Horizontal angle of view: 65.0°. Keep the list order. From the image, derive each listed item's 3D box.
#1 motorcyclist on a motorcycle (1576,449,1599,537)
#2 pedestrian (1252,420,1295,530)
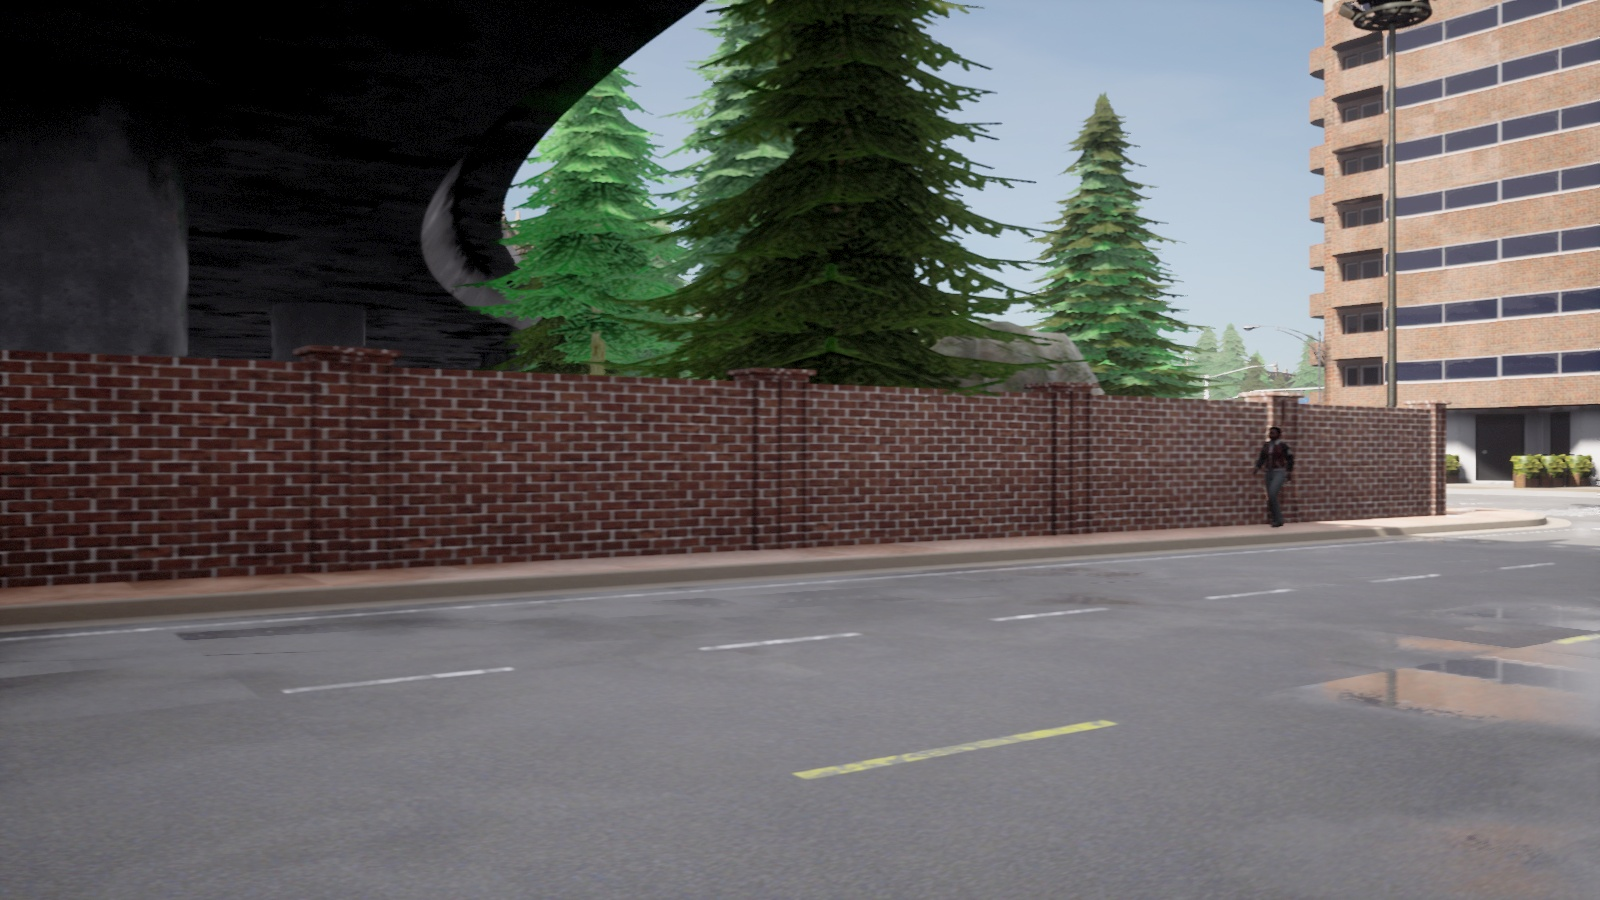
[{"bbox_3d":[14.738,0.750,22.372,2.044,1.523,0.797,0,0,-35],"label":"motorcyclist on a motorcycle"},{"bbox_3d":[8.461,0.440,22.443,0.666,1.930,0.402,0,0,-33],"label":"pedestrian"}]
